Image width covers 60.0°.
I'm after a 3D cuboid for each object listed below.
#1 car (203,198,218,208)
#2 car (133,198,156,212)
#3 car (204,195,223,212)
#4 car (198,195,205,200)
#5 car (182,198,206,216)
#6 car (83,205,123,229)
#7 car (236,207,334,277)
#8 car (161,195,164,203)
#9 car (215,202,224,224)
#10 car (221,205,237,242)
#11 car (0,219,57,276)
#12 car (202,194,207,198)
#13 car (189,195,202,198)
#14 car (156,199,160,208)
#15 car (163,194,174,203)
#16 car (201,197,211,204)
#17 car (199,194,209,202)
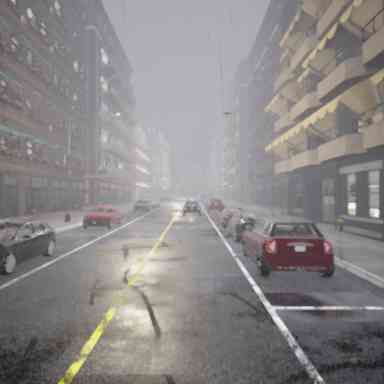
[{"bbox_3d":[2.706,1.565,49.879,2.008,1.369,4.403,1,0,0],"label":"car"},{"bbox_3d":[-5.675,1.555,38.597,1.887,1.381,4.507,1,0,0],"label":"car"},{"bbox_3d":[2.707,1.451,38.556,1.967,1.590,4.097,1,0,0],"label":"car"},{"bbox_3d":[2.709,1.594,95.173,2.008,1.369,4.403,1,0,0],"label":"car"},{"bbox_3d":[0.006,1.556,32.663,2.033,1.411,5.357,0,0,0],"label":"car"},{"bbox_3d":[-5.677,1.550,21.612,1.887,1.381,4.507,1,0,0],"label":"car"},{"bbox_3d":[2.705,1.442,10.247,1.967,1.590,4.097,1,0,0],"label":"car"},{"bbox_3d":[-5.674,1.539,49.749,1.752,1.417,4.829,1,0,0],"label":"car"},{"bbox_3d":[2.703,1.587,21.570,1.802,1.307,4.206,1,0,0],"label":"car"},{"bbox_3d":[2.704,1.555,15.908,2.008,1.369,4.403,1,0,0],"label":"car"},{"bbox_3d":[-5.677,1.553,10.288,2.008,1.369,4.403,1,0,0],"label":"car"},{"bbox_3d":[2.707,1.452,44.217,1.967,1.590,4.097,1,0,0],"label":"car"},{"bbox_3d":[0.044,1.505,46.542,2.128,1.511,4.902,0,0,1],"label":"car"},{"bbox_3d":[-5.674,1.537,44.088,1.752,1.417,4.829,1,0,0],"label":"car"},{"bbox_3d":[-5.669,1.342,72.566,2.192,1.841,5.009,1,0,0],"label":"car"},{"bbox_3d":[2.706,1.606,66.863,1.802,1.307,4.206,1,0,0],"label":"car"},{"bbox_3d":[2.711,1.346,78.187,2.192,1.841,5.009,1,0,0],"label":"car"}]
